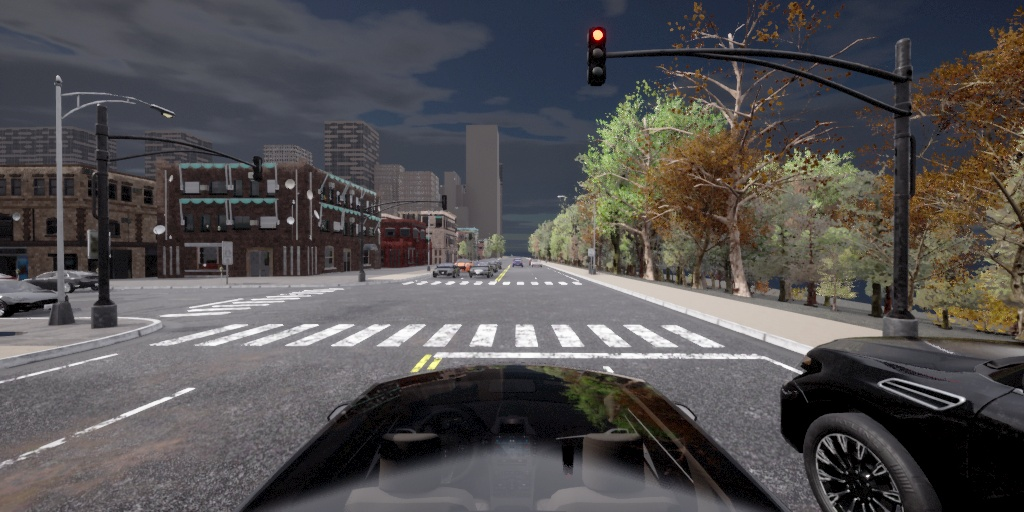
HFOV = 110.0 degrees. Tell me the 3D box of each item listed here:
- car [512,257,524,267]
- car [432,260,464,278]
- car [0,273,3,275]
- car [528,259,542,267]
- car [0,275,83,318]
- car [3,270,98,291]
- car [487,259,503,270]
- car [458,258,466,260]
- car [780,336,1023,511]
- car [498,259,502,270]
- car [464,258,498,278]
[{"bbox_3d":[1.010,1.252,63.772,1.812,1.442,4.674,0,0,1],"label":"car"},{"bbox_3d":[-6.079,1.304,33.586,1.994,1.385,4.181,0,0,1],"label":"car"},{"bbox_3d":[-33.491,1.654,22.436,4.207,1.307,1.802,0,0,1],"label":"car"},{"bbox_3d":[4.370,1.327,64.102,1.895,1.301,4.718,0,0,1],"label":"car"},{"bbox_3d":[-19.765,1.565,13.688,4.313,1.339,1.948,0,0,1],"label":"car"},{"bbox_3d":[-27.956,1.560,22.337,4.403,1.370,2.007,0,0,1],"label":"car"},{"bbox_3d":[-2.497,1.223,53.484,2.128,1.511,4.902,0,0,1],"label":"car"},{"bbox_3d":[-5.909,1.088,43.733,2.097,1.767,4.553,0,0,1],"label":"car"},{"bbox_3d":[3.322,0.972,0.647,2.150,2.045,5.566,0,0,1],"label":"car"},{"bbox_3d":[-2.668,1.227,43.242,2.128,1.511,4.902,0,0,1],"label":"car"},{"bbox_3d":[-2.818,1.232,33.671,2.128,1.511,4.902,0,0,3],"label":"car"}]
